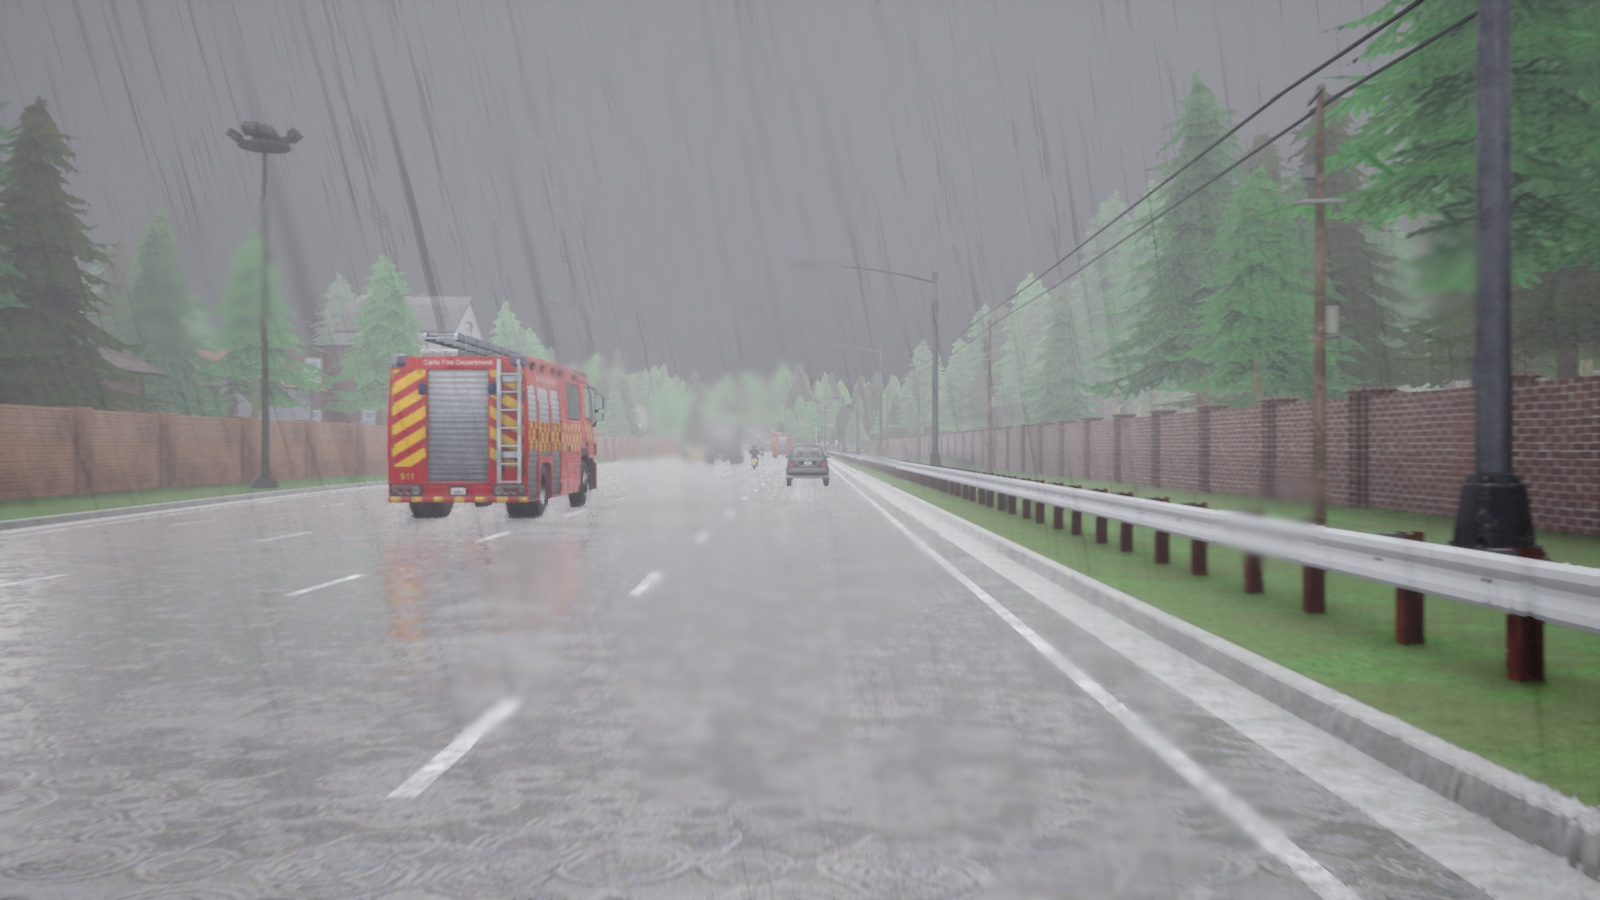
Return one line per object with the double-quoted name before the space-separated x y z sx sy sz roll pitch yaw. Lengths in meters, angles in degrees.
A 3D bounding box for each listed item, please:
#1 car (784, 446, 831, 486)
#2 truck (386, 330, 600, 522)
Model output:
"car" 0.303 0.605 49.913 1.789 1.549 3.705 0 0 0
"truck" -6.815 -0.494 29.371 2.891 3.827 8.468 0 0 0
